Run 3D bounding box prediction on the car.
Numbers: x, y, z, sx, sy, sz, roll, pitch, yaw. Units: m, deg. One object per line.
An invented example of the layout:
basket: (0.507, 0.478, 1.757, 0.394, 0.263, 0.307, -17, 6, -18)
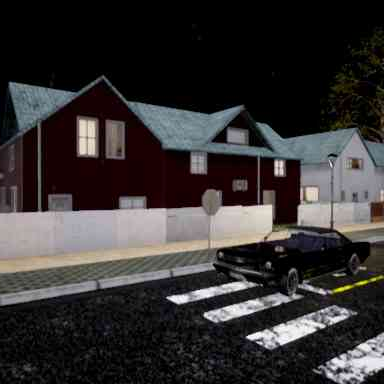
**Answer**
car: (2.803, 1.625, 8.867, 4.718, 1.301, 1.895, 0, 0, -39)
